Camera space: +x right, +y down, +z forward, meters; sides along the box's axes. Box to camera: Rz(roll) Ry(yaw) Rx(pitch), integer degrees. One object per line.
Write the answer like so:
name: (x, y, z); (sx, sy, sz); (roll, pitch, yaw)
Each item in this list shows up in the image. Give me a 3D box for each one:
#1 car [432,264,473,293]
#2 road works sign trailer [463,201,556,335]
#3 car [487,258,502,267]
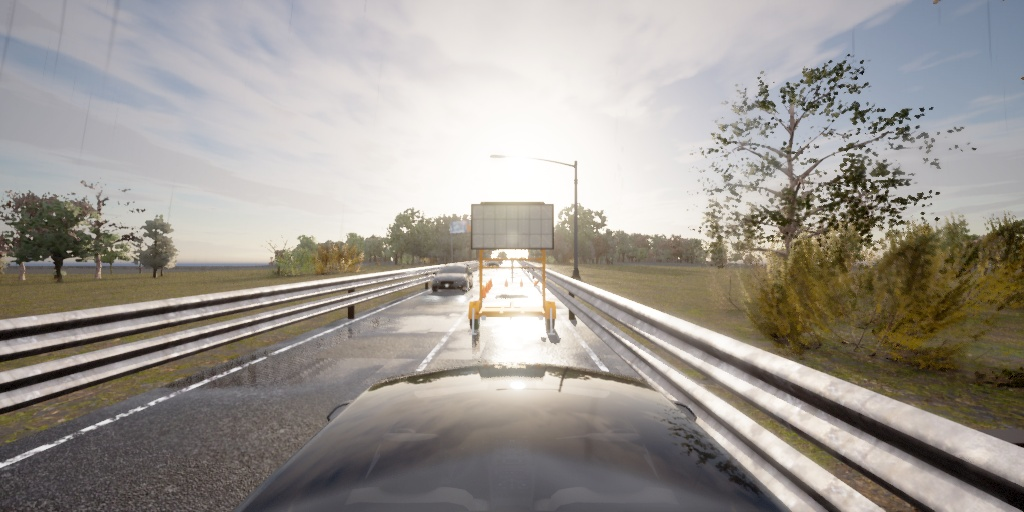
car: (-3.343, 1.262, 20.828); (1.837, 1.490, 4.892); (0, 0, 0)
road works sign trailer: (0.014, 0.218, 10.505); (2.380, 3.560, 2.880); (0, 0, 0)
car: (-3.294, 1.279, 63.400); (1.837, 1.490, 4.892); (0, 0, 0)
